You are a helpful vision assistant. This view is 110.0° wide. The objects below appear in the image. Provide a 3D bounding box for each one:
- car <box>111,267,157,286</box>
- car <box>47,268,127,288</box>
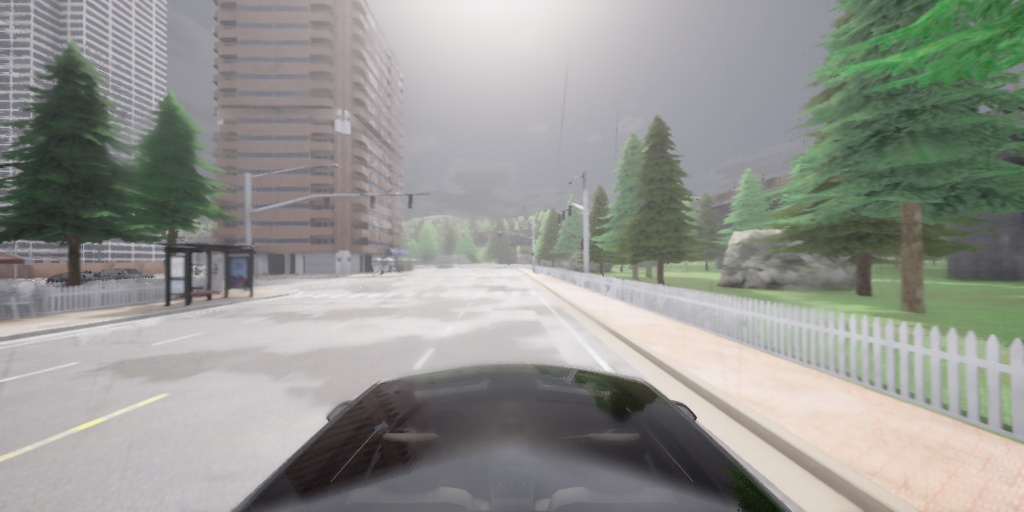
[{"bbox_3d":[-36.943,1.962,34.357,4.553,1.767,2.097,0,-1,-1],"label":"car"},{"bbox_3d":[-36.808,2.072,30.856,4.892,1.490,1.837,-1,-1,-1],"label":"car"}]
